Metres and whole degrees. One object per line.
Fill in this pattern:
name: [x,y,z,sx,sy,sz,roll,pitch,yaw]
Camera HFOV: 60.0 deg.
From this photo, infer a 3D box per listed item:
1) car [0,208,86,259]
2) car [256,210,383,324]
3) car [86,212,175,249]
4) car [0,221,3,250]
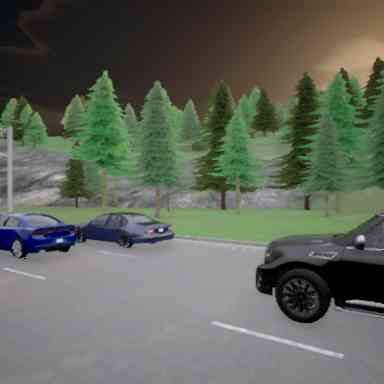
car: [-6.609,1.547,12.986,5.008,1.535,1.882,0,0,35]
car: [3.886,1.222,5.518,5.566,2.045,2.150,0,0,35]
car: [-3.295,1.608,14.928,5.357,1.411,2.033,0,0,35]
car: [-7.524,1.568,9.346,4.892,1.490,1.837,0,0,35]
